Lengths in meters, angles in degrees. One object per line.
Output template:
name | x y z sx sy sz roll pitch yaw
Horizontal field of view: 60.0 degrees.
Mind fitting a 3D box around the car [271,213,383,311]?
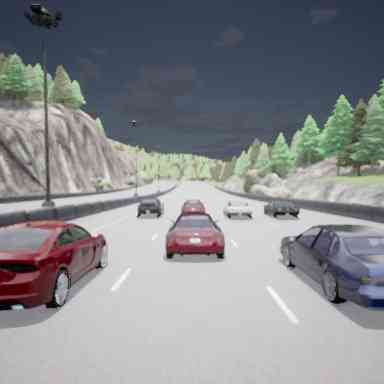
car | 3.601 1.475 7.876 2.033 1.411 5.357 0 0 0

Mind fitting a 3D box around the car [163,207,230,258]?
car | 0.102 1.452 12.310 1.994 1.385 4.181 0 1 0

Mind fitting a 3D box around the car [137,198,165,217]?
car | -3.395 1.252 27.994 1.837 1.490 4.892 0 0 0

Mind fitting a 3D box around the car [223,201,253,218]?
car | 3.605 1.357 26.979 1.895 1.301 4.718 0 1 0

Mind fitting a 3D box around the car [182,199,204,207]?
car | 0.105 1.307 28.465 1.994 1.385 4.181 0 1 0

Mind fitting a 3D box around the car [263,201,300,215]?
car | 7.105 1.357 26.969 1.895 1.301 4.718 0 1 0

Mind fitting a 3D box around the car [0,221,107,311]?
car | -3.399 1.407 7.749 1.882 1.535 5.008 0 0 0
